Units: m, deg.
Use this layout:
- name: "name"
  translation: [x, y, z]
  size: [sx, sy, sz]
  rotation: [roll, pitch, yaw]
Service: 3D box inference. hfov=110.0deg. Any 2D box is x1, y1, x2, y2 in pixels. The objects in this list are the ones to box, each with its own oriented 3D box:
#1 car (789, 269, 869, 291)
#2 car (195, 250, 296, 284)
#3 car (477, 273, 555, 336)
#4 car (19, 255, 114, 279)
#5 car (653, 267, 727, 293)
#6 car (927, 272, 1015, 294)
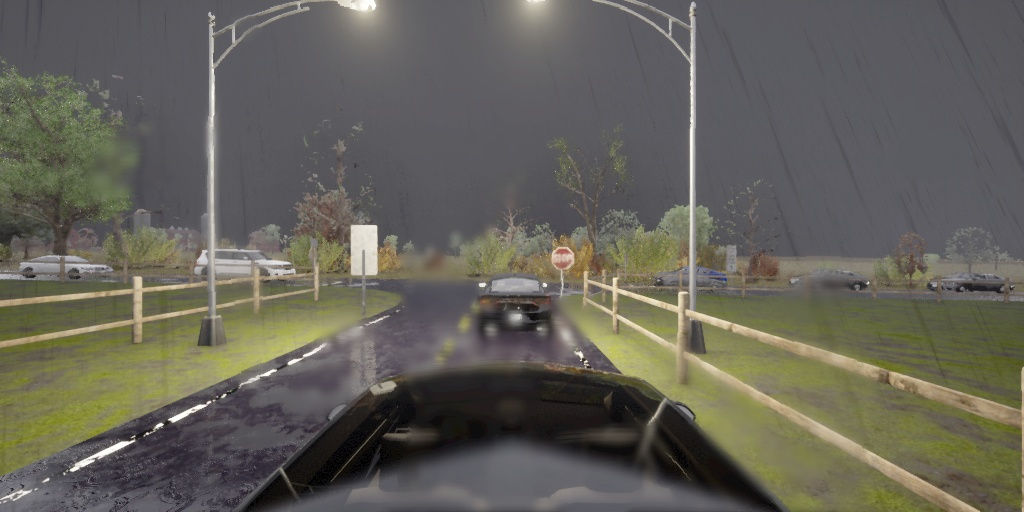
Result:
- name: "car"
  translation: [23.038, 1.740, 26.134]
  size: [4.902, 1.511, 2.128]
  rotation: [1, 1, 0]
- name: "car"
  translation: [-17.167, 0.644, 23.184]
  size: [5.566, 2.045, 2.150]
  rotation: [1, 1, 0]
- name: "car"
  translation: [0.062, 1.226, 10.470]
  size: [1.882, 1.535, 5.008]
  rotation: [0, 0, -1]
- name: "car"
  translation: [-28.764, 0.697, 23.184]
  size: [4.674, 1.442, 1.812]
  rotation: [1, 1, 0]
- name: "car"
  translation: [11.491, 1.603, 23.189]
  size: [4.181, 1.385, 1.994]
  rotation: [1, 1, 0]
- name: "car"
  translation: [33.308, 1.958, 26.128]
  size: [4.902, 1.511, 2.128]
  rotation: [1, 1, 0]
